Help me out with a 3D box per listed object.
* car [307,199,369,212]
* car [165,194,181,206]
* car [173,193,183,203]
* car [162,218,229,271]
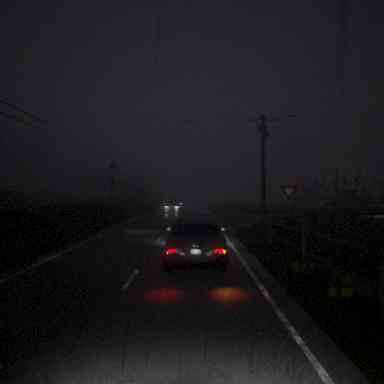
[{"bbox_3d":[11.436,1.271,26.188,4.674,1.442,1.812,-2,0,2],"label":"car"},{"bbox_3d":[-3.114,1.454,52.078,1.837,1.490,4.892,0,0,0],"label":"car"},{"bbox_3d":[-3.139,1.155,67.992,2.150,2.045,5.566,0,0,0],"label":"car"},{"bbox_3d":[0.115,1.537,10.777,2.033,1.411,5.357,0,0,1],"label":"car"}]
